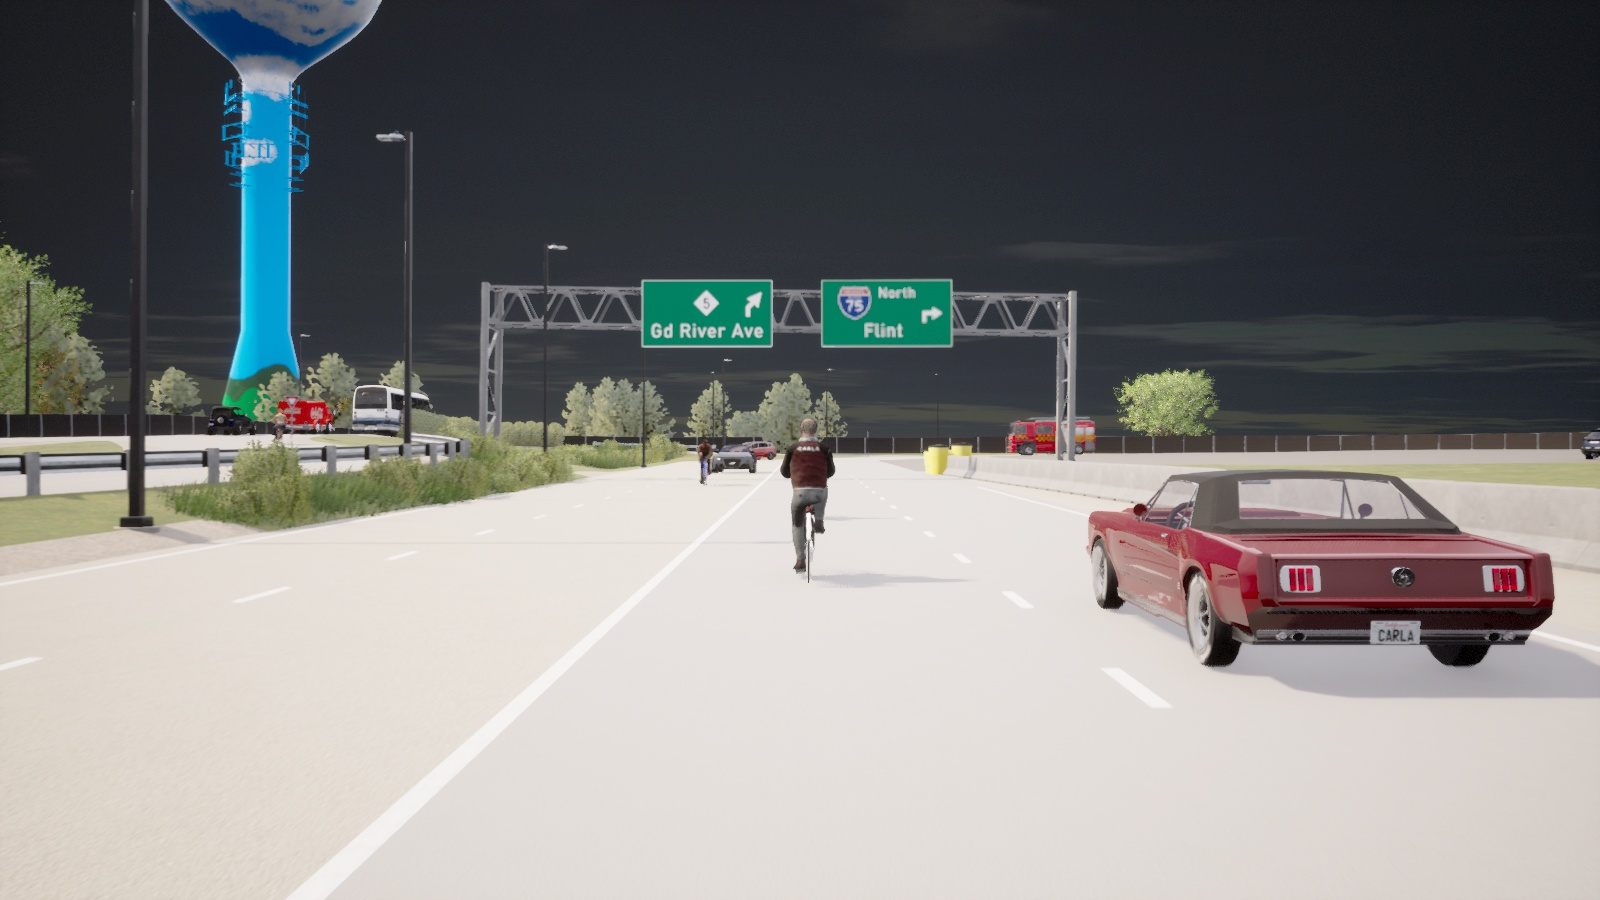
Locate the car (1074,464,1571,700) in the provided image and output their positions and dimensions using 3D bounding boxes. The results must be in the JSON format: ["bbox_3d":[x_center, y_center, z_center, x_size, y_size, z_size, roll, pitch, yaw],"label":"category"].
[{"bbox_3d":[3.571,0.796,9.704,1.895,1.301,4.718,0,0,0],"label":"car"}]

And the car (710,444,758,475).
[{"bbox_3d":[-3.126,0.428,60.309,1.994,1.385,4.181,0,0,1],"label":"car"}]

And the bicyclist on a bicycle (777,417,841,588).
[{"bbox_3d":[0.096,0.539,13.978,0.659,1.776,1.843,0,1,0],"label":"bicyclist on a bicycle"}]

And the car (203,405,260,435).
[{"bbox_3d":[-36.030,-1.915,79.715,1.905,1.878,3.866,0,1,-1],"label":"car"}]

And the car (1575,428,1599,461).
[{"bbox_3d":[41.860,-0.282,63.459,4.856,1.649,2.033,-1,0,-21],"label":"car"}]

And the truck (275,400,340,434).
[{"bbox_3d":[-36.136,-2.401,92.279,2.627,2.467,5.204,0,1,2],"label":"truck"}]
